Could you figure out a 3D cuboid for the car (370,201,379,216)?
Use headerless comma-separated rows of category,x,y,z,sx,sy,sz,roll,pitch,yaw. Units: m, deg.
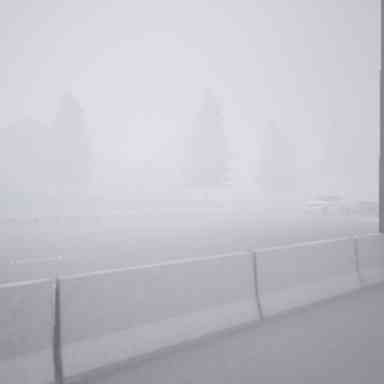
car,18.830,1.652,30.217,5.357,1.411,2.033,0,0,-35

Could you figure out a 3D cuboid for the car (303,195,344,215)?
car,14.296,1.313,35.581,5.566,2.045,2.150,0,0,-35

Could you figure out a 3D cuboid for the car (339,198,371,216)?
car,17.282,1.609,33.405,4.892,1.490,1.837,1,0,-35
